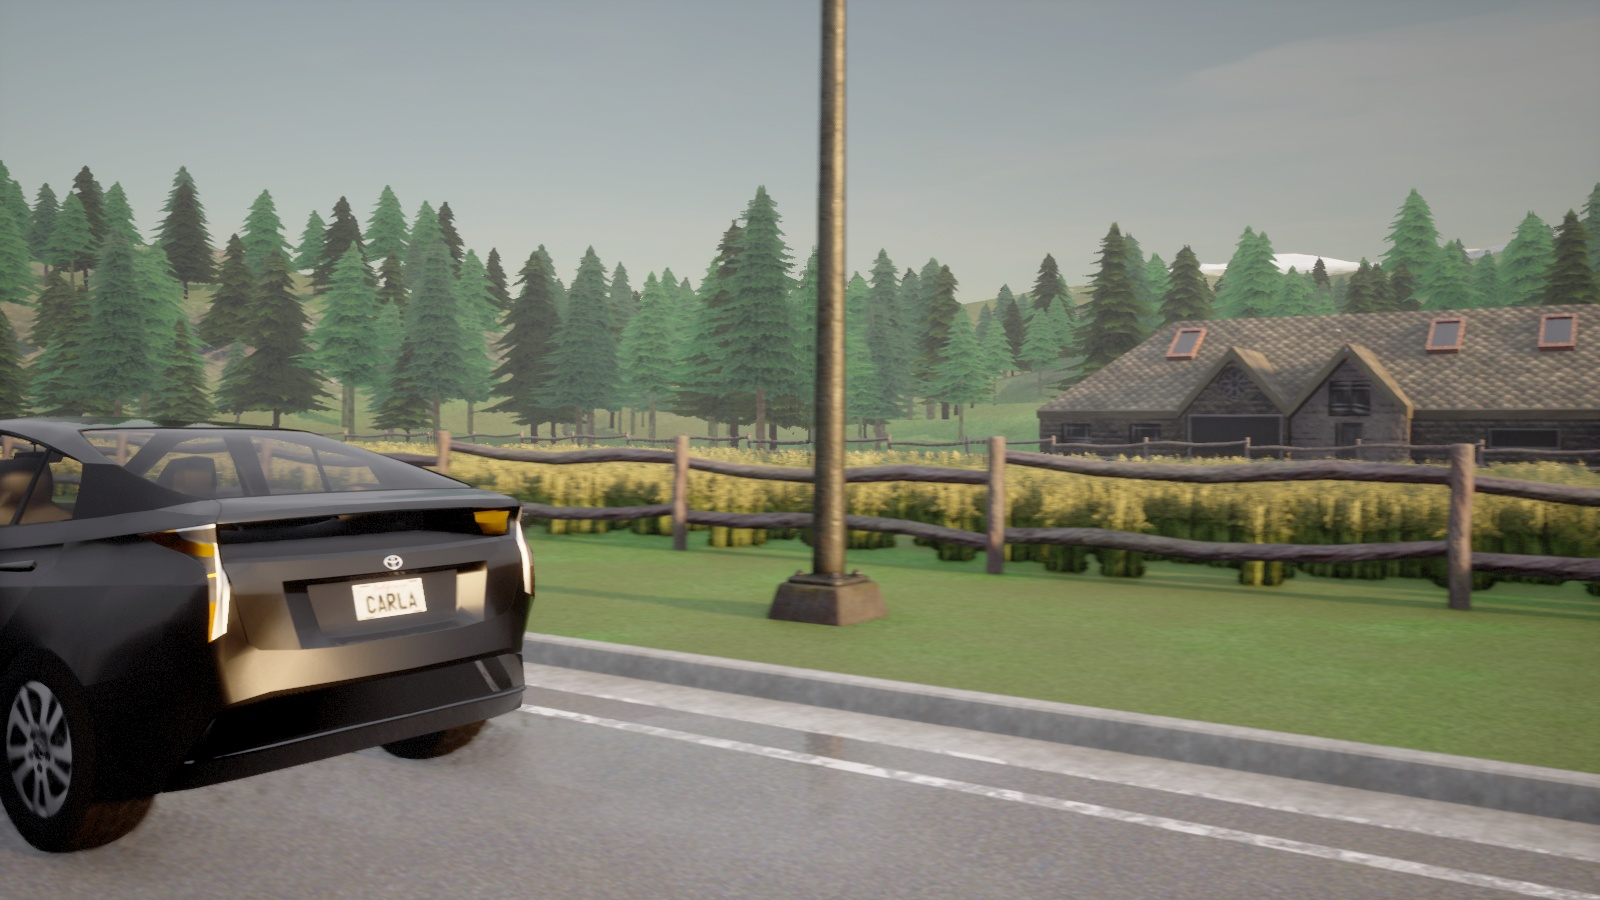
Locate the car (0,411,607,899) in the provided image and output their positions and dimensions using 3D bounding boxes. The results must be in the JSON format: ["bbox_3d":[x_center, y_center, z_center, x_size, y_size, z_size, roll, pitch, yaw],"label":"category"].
[{"bbox_3d":[-3.270,0.632,5.797,4.514,1.525,2.007,0,1,34],"label":"car"}]
